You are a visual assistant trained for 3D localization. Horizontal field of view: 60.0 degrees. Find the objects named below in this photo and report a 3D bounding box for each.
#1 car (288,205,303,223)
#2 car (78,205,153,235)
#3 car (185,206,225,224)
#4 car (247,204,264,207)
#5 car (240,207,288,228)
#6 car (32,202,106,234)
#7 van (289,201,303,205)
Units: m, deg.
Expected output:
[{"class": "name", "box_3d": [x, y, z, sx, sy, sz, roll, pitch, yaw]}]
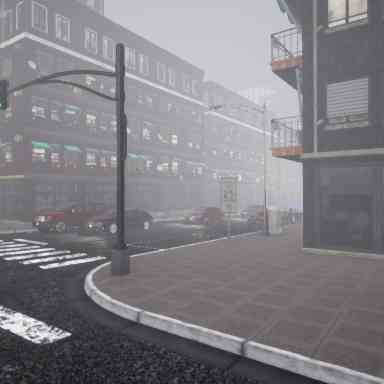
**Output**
[{"class": "car", "box_3d": [9.030, 2.120, 30.824, 2.008, 1.369, 4.403, -2, -2, 35]}, {"class": "car", "box_3d": [-4.561, 1.814, 21.500, 1.837, 1.490, 4.892, 0, -1, 35]}, {"class": "car", "box_3d": [1.294, 2.020, 29.803, 1.812, 1.442, 4.674, 0, -1, 35]}, {"class": "car", "box_3d": [7.270, 2.189, 38.280, 1.837, 1.490, 4.892, 0, -1, 36]}, {"class": "car", "box_3d": [5.758, 2.048, 26.174, 1.802, 1.307, 4.206, -2, -2, 35]}, {"class": "car", "box_3d": [-7.647, 1.603, 21.641, 2.192, 1.841, 5.009, -1, -2, 35]}, {"class": "van", "box_3d": [18.527, 2.463, 58.822, 1.690, 1.788, 3.998, -2, -2, 35]}]
